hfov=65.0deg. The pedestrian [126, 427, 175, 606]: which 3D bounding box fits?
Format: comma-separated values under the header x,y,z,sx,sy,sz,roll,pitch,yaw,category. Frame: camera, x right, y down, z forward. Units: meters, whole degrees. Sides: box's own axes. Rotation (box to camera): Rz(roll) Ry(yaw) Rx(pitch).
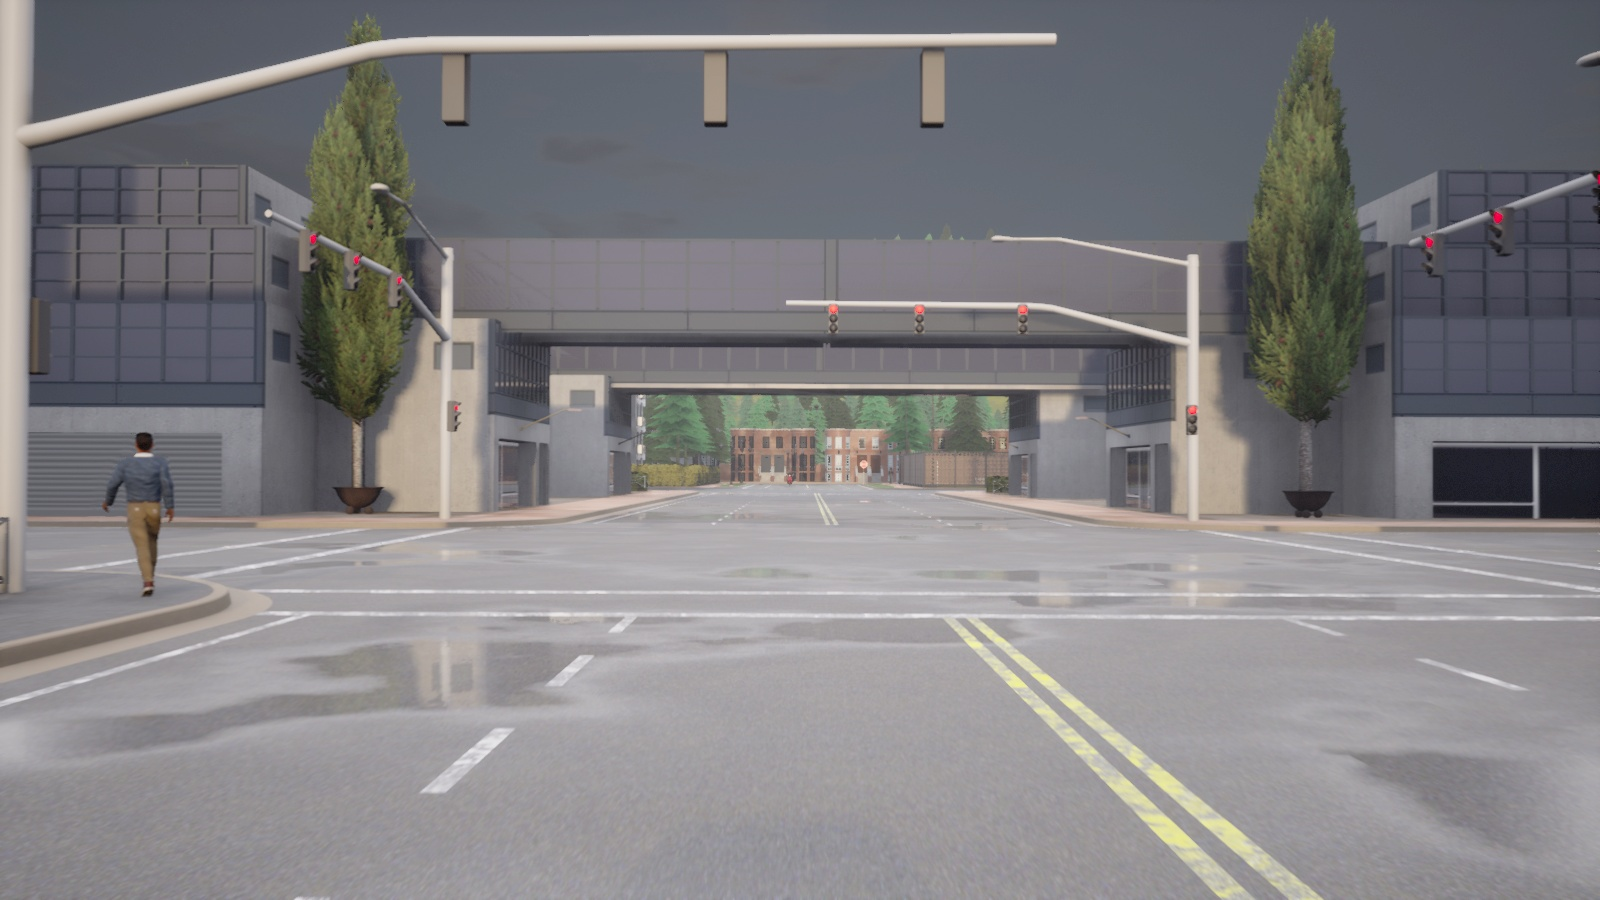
x,y,z,sx,sy,sz,roll,pitch,yaw,category
-7.316,0.735,14.137,0.423,1.949,0.788,0,-1,-32,pedestrian
